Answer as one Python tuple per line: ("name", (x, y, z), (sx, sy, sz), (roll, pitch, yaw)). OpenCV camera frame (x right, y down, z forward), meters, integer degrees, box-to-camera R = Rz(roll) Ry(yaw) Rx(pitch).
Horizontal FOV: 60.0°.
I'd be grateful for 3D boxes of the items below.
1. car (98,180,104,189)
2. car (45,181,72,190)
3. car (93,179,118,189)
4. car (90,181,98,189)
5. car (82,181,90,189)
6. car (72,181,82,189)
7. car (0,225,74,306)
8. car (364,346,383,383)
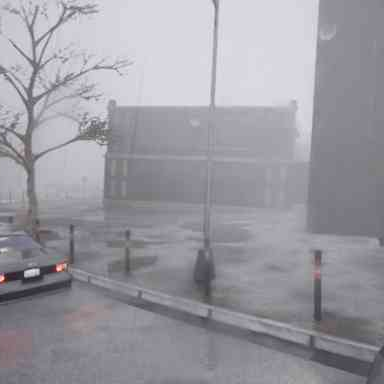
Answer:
("car", (-23.189, -1.621, 76.653), (4.892, 1.521, 2.231), (3, 3, 21))
("car", (-27.042, -1.471, 66.310), (4.553, 1.767, 2.185), (3, 2, 21))
("car", (-21.253, -2.026, 81.807), (5.566, 2.045, 2.435), (3, 3, 21))
("car", (-24.123, -1.674, 74.051), (4.553, 1.767, 2.185), (3, 3, 21))
("car", (-25.129, -1.441, 71.489), (4.674, 1.452, 2.002), (3, 3, 21))
("car", (-26.107, -1.412, 68.912), (5.008, 1.535, 2.097), (3, 2, 21))
("car", (-4.884, 1.487, 7.677), (5.357, 1.411, 2.033), (1, 1, 39))
("car", (3.559, 1.540, 1.259), (5.357, 1.411, 2.033), (0, 0, 34))
